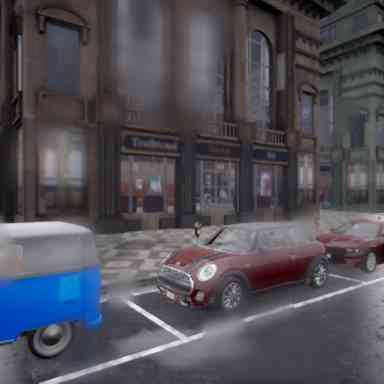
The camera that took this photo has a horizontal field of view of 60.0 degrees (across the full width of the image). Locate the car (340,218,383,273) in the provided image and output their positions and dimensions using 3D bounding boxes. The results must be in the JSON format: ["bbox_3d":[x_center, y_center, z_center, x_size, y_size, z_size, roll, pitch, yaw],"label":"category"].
[{"bbox_3d":[5.637,1.545,10.668,4.507,1.381,1.887,0,0,-36],"label":"car"}]

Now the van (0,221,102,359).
[{"bbox_3d":[-3.222,1.338,4.349,3.998,1.788,1.690,0,0,-36],"label":"van"}]

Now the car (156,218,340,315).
[{"bbox_3d":[1.207,1.438,7.508,4.097,1.590,1.967,0,0,-35],"label":"car"}]
